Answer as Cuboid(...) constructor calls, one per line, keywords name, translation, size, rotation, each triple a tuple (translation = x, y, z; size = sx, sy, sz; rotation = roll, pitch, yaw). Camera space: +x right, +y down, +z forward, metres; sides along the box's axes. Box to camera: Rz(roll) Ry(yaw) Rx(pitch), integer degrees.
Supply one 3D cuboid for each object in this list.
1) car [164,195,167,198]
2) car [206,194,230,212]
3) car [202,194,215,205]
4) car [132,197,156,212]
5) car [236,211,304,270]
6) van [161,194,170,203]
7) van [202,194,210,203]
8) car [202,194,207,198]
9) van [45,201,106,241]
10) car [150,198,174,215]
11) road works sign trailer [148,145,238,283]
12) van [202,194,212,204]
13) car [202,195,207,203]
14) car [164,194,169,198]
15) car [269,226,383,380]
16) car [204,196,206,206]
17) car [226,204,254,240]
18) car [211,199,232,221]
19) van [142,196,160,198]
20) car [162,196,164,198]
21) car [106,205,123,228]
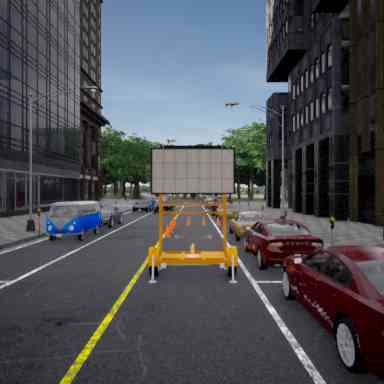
Cuboid(name="car", translation=(-5.610, 1.578, 54.441), size=(1.947, 1.339, 4.313), rotation=(0, 0, 0))
Cuboid(name="car", translation=(2.853, 1.318, 32.667), size=(2.192, 1.841, 5.009), rotation=(0, 0, 0))
Cuboid(name="car", translation=(2.930, 1.330, 59.855), size=(2.192, 1.841, 5.009), rotation=(0, 0, 0))
Cuboid(name="car", translation=(-5.656, 1.571, 38.129), size=(1.947, 1.339, 4.313), rotation=(0, 0, 0))
Cuboid(name="car", translation=(2.792, 1.545, 10.917), size=(1.887, 1.381, 4.507), rotation=(0, 0, 0))
Cuboid(name="van", translation=(-5.564, 1.363, 70.755), size=(1.690, 1.788, 3.998), rotation=(0, 0, 0))
Cuboid(name="van", translation=(2.961, 1.363, 70.730), size=(1.690, 1.788, 3.998), rotation=(0, 0, 0))
Cuboid(name="car", translation=(2.915, 1.452, 54.417), size=(1.967, 1.590, 4.097), rotation=(0, 0, 0))
Cuboid(name="van", translation=(-5.718, 1.341, 16.379), size=(1.690, 1.788, 3.998), rotation=(0, 0, 0))
Cuboid(name="car", translation=(-2.902, 1.604, 34.659), size=(1.895, 1.301, 4.718), rotation=(0, 0, 0))
Cuboid(name="road works sign trailer", translation=(0.027, 0.464, 9.630), size=(2.380, 3.560, 2.880), rotation=(0, 0, 0))
Cuboid(name="van", translation=(2.946, 1.360, 65.293), size=(1.690, 1.788, 3.998), rotation=(0, 0, 0))
Cuboid(name="car", translation=(2.900, 1.554, 48.980), size=(1.887, 1.381, 4.507), rotation=(0, 0, 0))
Cuboid(name="car", translation=(-5.595, 1.540, 59.709), size=(1.752, 1.417, 4.829), rotation=(0, 0, 0))
Cuboid(name="car", translation=(2.777, 1.544, 5.480), size=(1.887, 1.381, 4.507), rotation=(0, 0, 0))
Cuboid(name="car", translation=(2.885, 1.532, 43.712), size=(1.752, 1.417, 4.829), rotation=(0, 0, 0))
Cuboid(name="car", translation=(2.808, 1.526, 16.524), size=(1.752, 1.417, 4.829), rotation=(0, 0, 0))
Cuboid(name="car", translation=(2.839, 1.527, 27.399), size=(1.752, 1.417, 4.829), rotation=(0, 0, 0))
Cuboid(name="van", translation=(-5.641, 1.348, 43.567), size=(1.690, 1.788, 3.998), rotation=(0, 0, 0))
Cuboid(name="car", translation=(-5.626, 1.534, 48.834), size=(1.752, 1.417, 4.829), rotation=(0, 0, 0))
Cuboid(name="car", translation=(-5.702, 1.552, 21.816), size=(2.008, 1.369, 4.403), rotation=(0, 0, 0))
